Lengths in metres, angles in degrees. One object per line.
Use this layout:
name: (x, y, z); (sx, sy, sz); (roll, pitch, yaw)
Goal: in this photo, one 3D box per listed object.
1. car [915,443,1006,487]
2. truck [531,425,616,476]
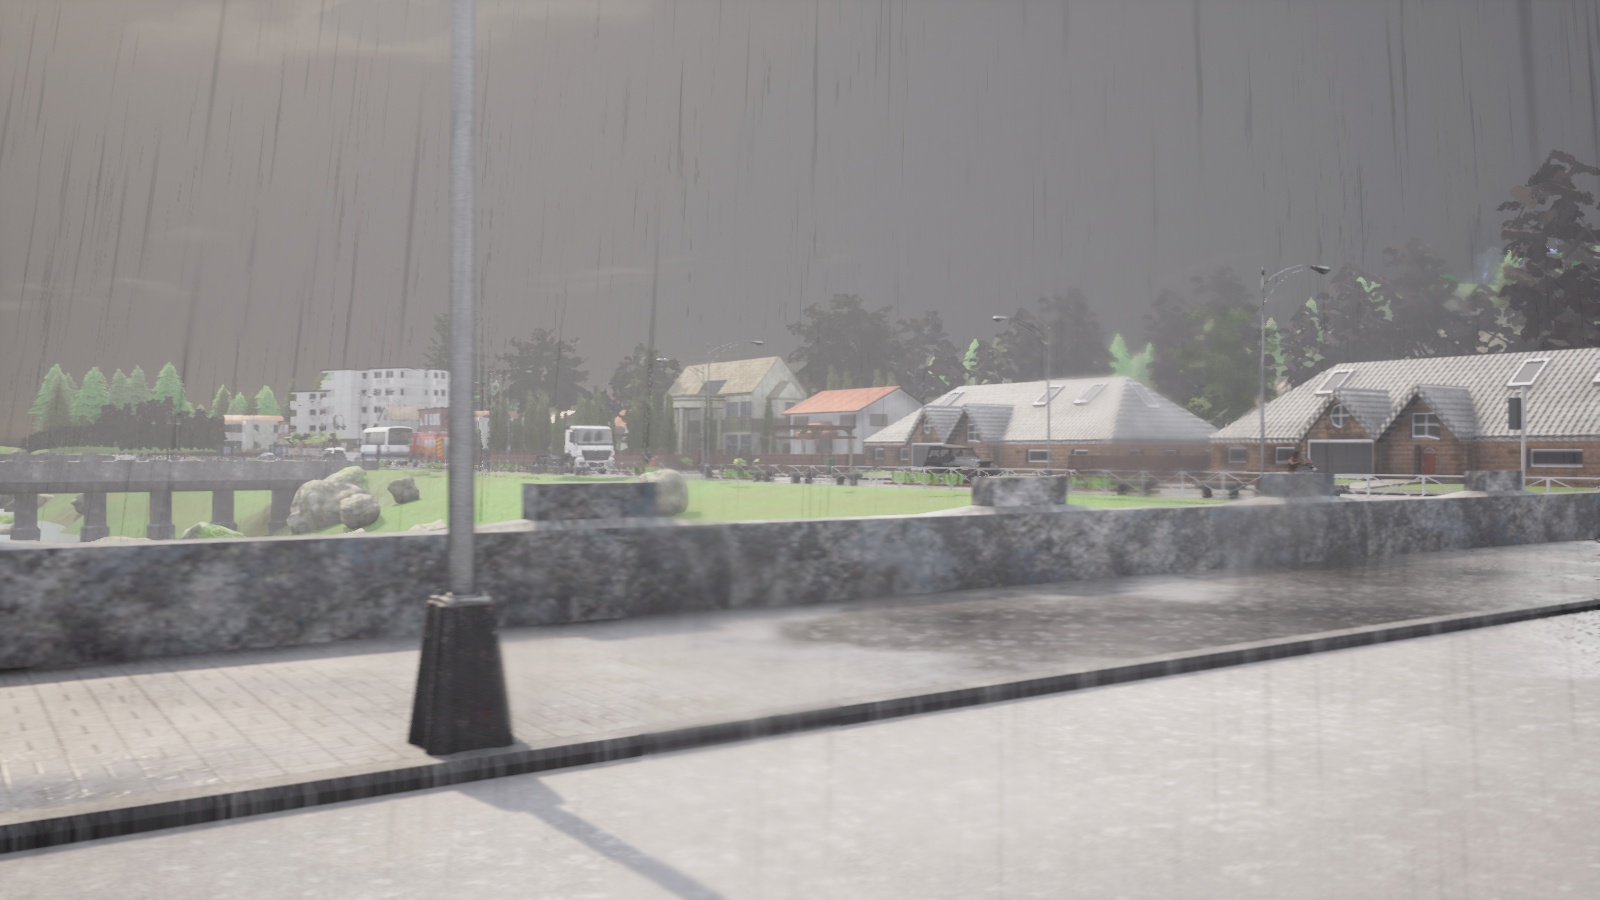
car: (7.107, 0.662, 55.753); (1.905, 1.878, 3.866); (0, 0, -35)
truck: (-16.209, 0.016, 89.248); (2.891, 3.462, 7.936); (0, 0, -35)
